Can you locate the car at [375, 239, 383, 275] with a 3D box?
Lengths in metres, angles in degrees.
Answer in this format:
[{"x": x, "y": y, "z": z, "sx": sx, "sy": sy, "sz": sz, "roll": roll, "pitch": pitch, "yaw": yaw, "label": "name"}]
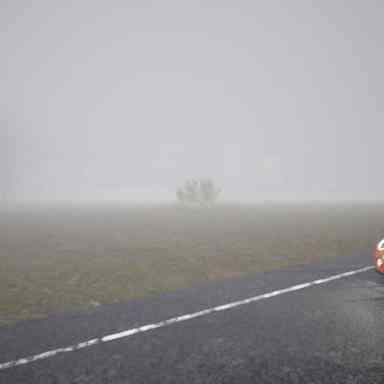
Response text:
[{"x": 6.864, "y": 1.322, "z": 8.883, "sx": 4.553, "sy": 1.767, "sz": 2.097, "roll": 0, "pitch": 0, "yaw": -35, "label": "car"}]
